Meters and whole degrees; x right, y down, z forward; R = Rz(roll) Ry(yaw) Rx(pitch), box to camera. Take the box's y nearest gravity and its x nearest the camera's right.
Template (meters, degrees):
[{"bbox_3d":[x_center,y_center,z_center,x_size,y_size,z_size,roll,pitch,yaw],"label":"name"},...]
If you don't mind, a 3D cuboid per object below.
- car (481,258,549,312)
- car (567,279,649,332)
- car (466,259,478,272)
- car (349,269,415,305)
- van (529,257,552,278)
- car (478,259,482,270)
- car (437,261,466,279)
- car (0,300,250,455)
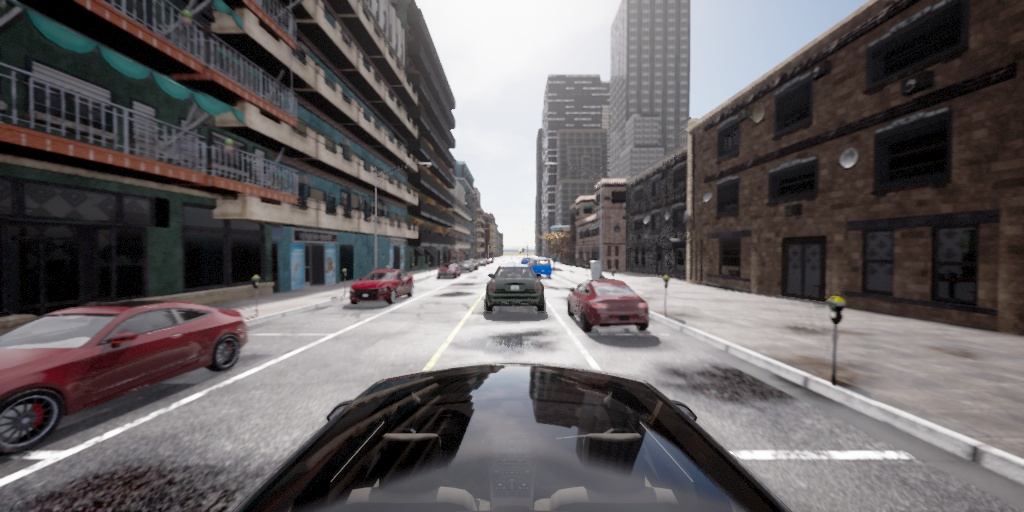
[{"bbox_3d":[0.102,1.100,14.341,2.097,1.767,4.553,0,0,0],"label":"car"},{"bbox_3d":[2.692,1.331,10.641,1.802,1.307,4.207,0,0,0],"label":"car"},{"bbox_3d":[-5.682,1.286,44.082,2.007,1.370,4.403,0,0,0],"label":"car"},{"bbox_3d":[-5.688,1.292,16.178,1.888,1.381,4.507,0,0,0],"label":"car"},{"bbox_3d":[2.697,1.082,32.961,1.690,1.789,3.998,0,0,0],"label":"van"},{"bbox_3d":[-5.681,1.171,49.662,1.967,1.591,4.097,0,0,0],"label":"car"},{"bbox_3d":[-5.684,1.323,32.919,1.802,1.307,4.207,0,0,0],"label":"car"},{"bbox_3d":[-5.690,1.332,5.018,1.802,1.307,4.207,0,0,0],"label":"car"}]
